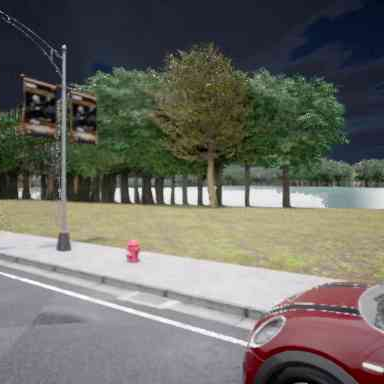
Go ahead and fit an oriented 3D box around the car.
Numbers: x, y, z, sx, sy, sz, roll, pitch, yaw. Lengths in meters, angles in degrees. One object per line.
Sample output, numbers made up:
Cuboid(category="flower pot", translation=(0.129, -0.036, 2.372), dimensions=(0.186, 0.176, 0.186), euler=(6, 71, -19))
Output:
Cuboid(category="car", translation=(2.719, 1.358, 2.813), dimensions=(4.553, 1.767, 2.097), euler=(0, 0, 35))
